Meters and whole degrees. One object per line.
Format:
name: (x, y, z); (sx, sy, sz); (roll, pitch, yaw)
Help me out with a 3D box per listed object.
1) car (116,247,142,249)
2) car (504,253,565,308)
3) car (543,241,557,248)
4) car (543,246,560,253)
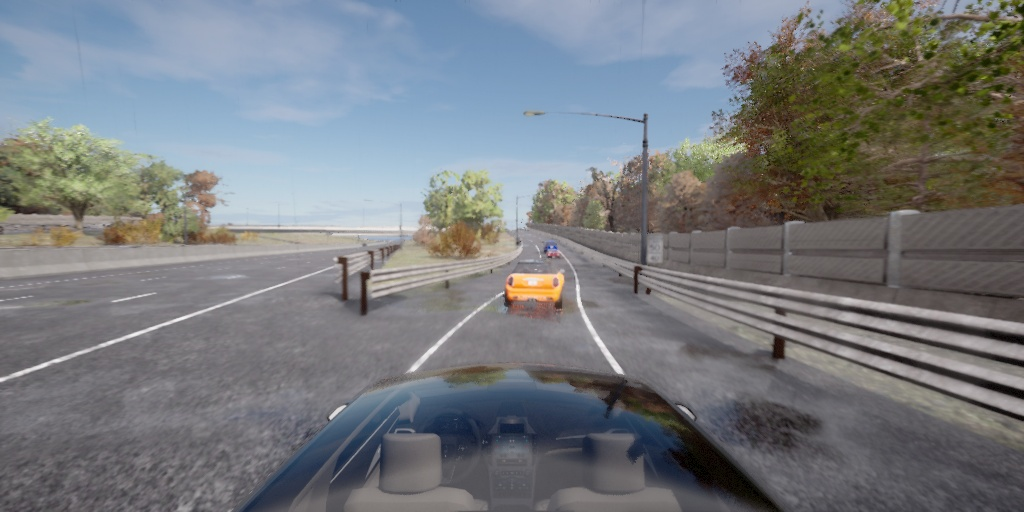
car: (-40.336, -0.290, 37.759); (2.033, 1.411, 5.357); (-1, 2, -16)
car: (1.036, 0.922, 14.477); (2.097, 1.767, 4.553); (1, 1, 8)
car: (6.299, -1.506, 58.955); (2.150, 2.045, 5.566); (0, 5, 2)
car: (5.620, -0.281, 48.964); (1.895, 1.301, 4.718); (0, 4, 4)
